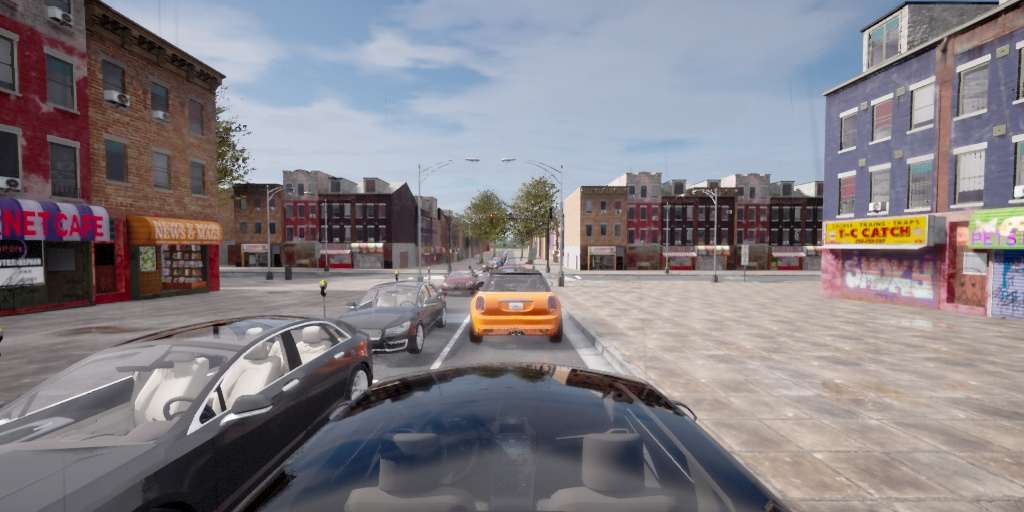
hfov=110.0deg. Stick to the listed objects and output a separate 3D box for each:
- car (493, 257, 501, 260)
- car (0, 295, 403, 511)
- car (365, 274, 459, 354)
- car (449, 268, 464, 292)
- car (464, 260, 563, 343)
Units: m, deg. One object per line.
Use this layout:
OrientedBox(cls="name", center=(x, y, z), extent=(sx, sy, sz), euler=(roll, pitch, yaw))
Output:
OrientedBox(cls="car", center=(-2.733, 1.245, 46.216), extent=(1.967, 1.591, 4.097), euler=(0, 0, 0))
OrientedBox(cls="car", center=(-2.643, 1.300, 3.098), extent=(2.007, 1.370, 4.403), euler=(0, 0, 0))
OrientedBox(cls="car", center=(-2.654, 1.299, 8.547), extent=(2.007, 1.370, 4.403), euler=(0, 0, 0))
OrientedBox(cls="car", center=(-2.677, 1.336, 19.441), extent=(1.802, 1.307, 4.207), euler=(0, 0, 0))
OrientedBox(cls="car", center=(0.083, 1.101, 9.857), extent=(2.097, 1.767, 4.553), euler=(0, 0, 0))
